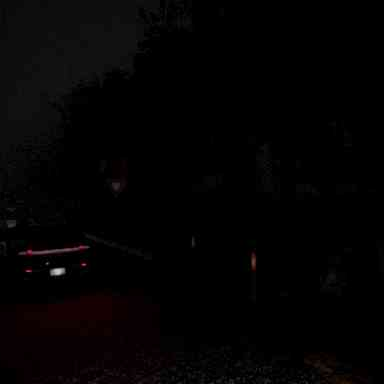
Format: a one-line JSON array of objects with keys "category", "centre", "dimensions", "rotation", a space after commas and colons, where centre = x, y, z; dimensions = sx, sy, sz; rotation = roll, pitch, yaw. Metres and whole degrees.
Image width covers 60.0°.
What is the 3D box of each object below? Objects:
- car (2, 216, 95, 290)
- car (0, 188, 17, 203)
[{"category": "car", "centre": [-4.033, 1.429, 9.188], "dimensions": [2.128, 1.511, 4.902], "rotation": [-1, 2, -29]}, {"category": "car", "centre": [-21.485, 0.569, 38.516], "dimensions": [1.812, 1.442, 4.674], "rotation": [-1, 2, -31]}]
